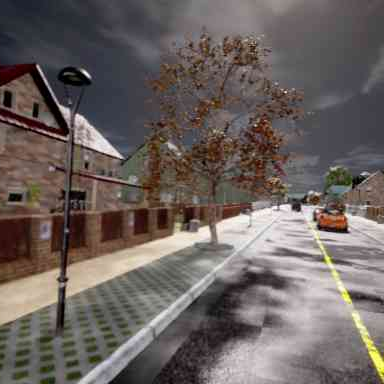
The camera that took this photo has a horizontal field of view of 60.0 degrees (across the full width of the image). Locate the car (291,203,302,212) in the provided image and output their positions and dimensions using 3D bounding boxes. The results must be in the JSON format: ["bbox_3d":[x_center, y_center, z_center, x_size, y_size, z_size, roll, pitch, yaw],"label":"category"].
[{"bbox_3d":[20.244,2.968,64.511,1.882,1.535,5.008,2,-1,18],"label":"car"}]

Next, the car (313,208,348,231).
[{"bbox_3d":[11.230,2.062,26.839,2.097,1.767,4.553,2,-1,18],"label":"car"}]
